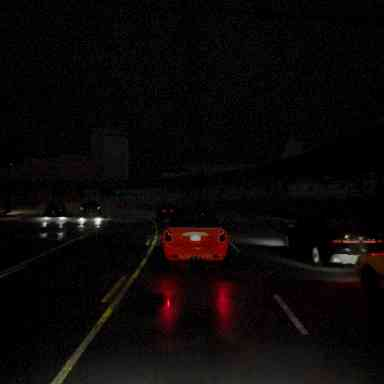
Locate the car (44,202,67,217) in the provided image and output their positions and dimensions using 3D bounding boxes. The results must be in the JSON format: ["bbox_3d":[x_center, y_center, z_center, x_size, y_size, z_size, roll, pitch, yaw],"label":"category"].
[{"bbox_3d":[-14.039,1.822,34.426,1.837,1.490,4.892,1,-2,-16],"label":"car"}]

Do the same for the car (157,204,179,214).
[{"bbox_3d":[-3.541,2.445,48.096,1.895,1.301,4.718,1,-3,-21],"label":"car"}]

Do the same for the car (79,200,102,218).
[{"bbox_3d":[-10.300,1.657,33.937,2.097,1.767,4.553,1,-2,-15],"label":"car"}]

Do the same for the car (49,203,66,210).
[{"bbox_3d":[-28.356,3.085,70.101,1.812,1.442,4.674,2,-3,-44],"label":"car"}]

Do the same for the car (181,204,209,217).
[{"bbox_3d":[0.223,1.984,35.886,1.895,1.301,4.718,1,-2,-14],"label":"car"}]

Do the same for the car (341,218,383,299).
[{"bbox_3d":[4.607,1.480,5.488,1.801,1.575,5.366,0,0,1],"label":"car"}]

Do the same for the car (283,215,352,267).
[{"bbox_3d":[4.614,1.546,11.522,1.837,1.490,4.892,0,0,-1],"label":"car"}]

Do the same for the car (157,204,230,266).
[{"bbox_3d":[0.042,1.375,11.855,2.097,1.767,4.553,0,0,-2],"label":"car"}]
